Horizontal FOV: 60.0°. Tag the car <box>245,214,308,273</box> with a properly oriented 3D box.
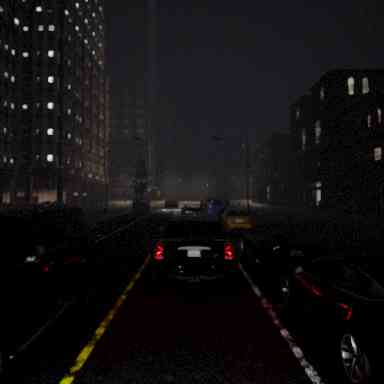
[{"bbox_3d":[2.700,1.618,10.632,1.947,1.339,4.313,1,0,0],"label":"car"}]

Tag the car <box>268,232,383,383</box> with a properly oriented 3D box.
[{"bbox_3d":[2.701,1.592,5.088,1.947,1.339,4.313,1,0,0],"label":"car"}]

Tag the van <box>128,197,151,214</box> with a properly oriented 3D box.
[{"bbox_3d":[-5.682,1.521,37.552,1.690,1.788,3.998,1,0,0],"label":"van"}]

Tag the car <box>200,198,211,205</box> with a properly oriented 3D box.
[{"bbox_3d":[2.688,1.867,64.944,1.947,1.339,4.313,1,0,0],"label":"car"}]

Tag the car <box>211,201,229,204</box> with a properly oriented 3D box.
[{"bbox_3d":[2.697,1.680,26.601,2.008,1.369,4.403,1,0,0],"label":"car"}]

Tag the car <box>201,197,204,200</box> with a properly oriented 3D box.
[{"bbox_3d":[2.697,1.521,43.035,2.192,1.841,5.009,1,0,0],"label":"car"}]

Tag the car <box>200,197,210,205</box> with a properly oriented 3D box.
[{"bbox_3d":[2.688,1.875,70.422,2.008,1.369,4.403,1,0,0],"label":"car"}]

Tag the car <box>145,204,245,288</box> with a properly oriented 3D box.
[{"bbox_3d":[0.088,1.399,9.527,2.097,1.767,4.553,0,0,1],"label":"car"}]

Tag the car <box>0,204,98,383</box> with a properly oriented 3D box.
[{"bbox_3d":[-3.103,1.246,5.020,2.150,2.045,5.566,0,0,0],"label":"car"}]

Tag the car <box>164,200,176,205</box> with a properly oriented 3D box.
[{"bbox_3d":[-3.011,1.835,49.472,1.994,1.385,4.181,0,0,0],"label":"car"}]

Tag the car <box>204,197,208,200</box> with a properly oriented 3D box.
[{"bbox_3d":[2.696,1.621,37.557,1.967,1.590,4.097,1,0,0],"label":"car"}]

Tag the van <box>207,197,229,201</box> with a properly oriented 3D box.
[{"bbox_3d":[2.699,1.496,32.080,1.690,1.788,3.998,1,0,0],"label":"van"}]

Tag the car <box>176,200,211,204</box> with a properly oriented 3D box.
[{"bbox_3d":[0.093,1.617,25.763,2.128,1.511,4.902,0,0,0],"label":"car"}]

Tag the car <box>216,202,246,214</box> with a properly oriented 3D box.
[{"bbox_3d":[2.698,1.629,21.293,1.752,1.417,4.829,1,0,0],"label":"car"}]

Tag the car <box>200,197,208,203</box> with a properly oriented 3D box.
[{"bbox_3d":[2.808,1.953,81.374,1.802,1.307,4.206,1,0,0],"label":"car"}]
